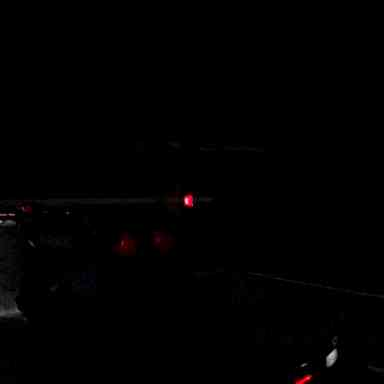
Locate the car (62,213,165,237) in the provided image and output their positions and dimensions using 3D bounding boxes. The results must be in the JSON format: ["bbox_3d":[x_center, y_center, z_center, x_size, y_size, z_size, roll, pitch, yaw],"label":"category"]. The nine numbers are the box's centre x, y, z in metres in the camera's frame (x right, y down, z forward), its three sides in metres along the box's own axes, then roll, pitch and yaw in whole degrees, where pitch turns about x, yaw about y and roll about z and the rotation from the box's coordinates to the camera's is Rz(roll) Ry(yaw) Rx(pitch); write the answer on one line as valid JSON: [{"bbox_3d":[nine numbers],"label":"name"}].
[{"bbox_3d":[-3.049,1.669,12.448,1.895,1.301,4.718,0,0,-39],"label":"car"}]

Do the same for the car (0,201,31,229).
[{"bbox_3d":[-12.262,1.588,22.072,2.128,1.511,4.902,0,0,-22],"label":"car"}]

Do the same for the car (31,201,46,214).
[{"bbox_3d":[-18.467,1.738,38.154,1.994,1.385,4.181,0,0,0],"label":"car"}]

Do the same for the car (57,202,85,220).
[{"bbox_3d":[-10.960,1.629,30.398,1.882,1.535,5.008,0,0,-11],"label":"car"}]

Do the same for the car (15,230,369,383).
[{"bbox_3d":[-0.581,1.576,4.734,5.357,1.411,2.033,0,0,42],"label":"car"}]
